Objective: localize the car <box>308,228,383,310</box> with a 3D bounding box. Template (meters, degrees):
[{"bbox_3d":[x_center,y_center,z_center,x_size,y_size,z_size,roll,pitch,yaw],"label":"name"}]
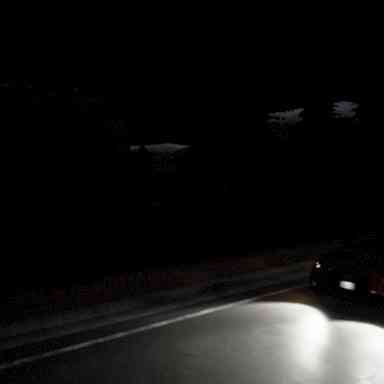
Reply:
[{"bbox_3d":[4.459,1.539,7.388,4.181,1.385,1.994,0,0,-38],"label":"car"}]
